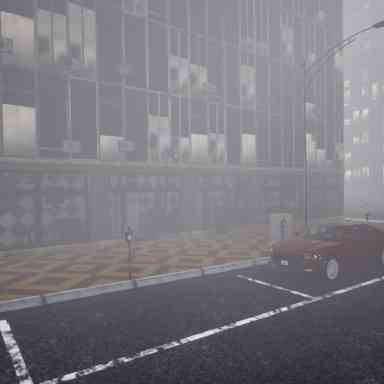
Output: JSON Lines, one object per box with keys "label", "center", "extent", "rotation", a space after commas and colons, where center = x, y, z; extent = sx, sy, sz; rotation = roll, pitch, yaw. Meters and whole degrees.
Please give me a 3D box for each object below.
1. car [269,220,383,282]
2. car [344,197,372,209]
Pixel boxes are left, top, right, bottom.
{"label": "car", "center": [4.164, 1.542, 9.725], "extent": [4.507, 1.381, 1.887], "rotation": [0, -1, -36]}
{"label": "car", "center": [18.697, 1.275, 39.608], "extent": [1.752, 1.417, 4.829], "rotation": [-1, 1, -35]}
